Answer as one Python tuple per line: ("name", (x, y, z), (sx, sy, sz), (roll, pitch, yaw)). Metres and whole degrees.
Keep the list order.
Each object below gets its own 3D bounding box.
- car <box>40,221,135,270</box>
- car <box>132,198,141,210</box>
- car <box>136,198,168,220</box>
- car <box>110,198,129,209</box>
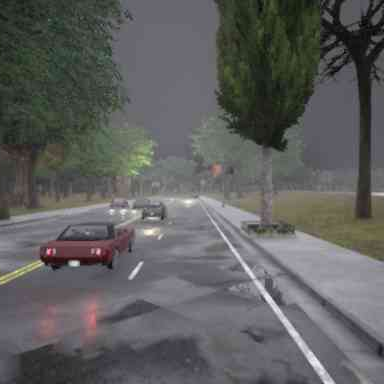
("car", (-3.144, 1.630, 11.120), (1.895, 1.301, 4.718), (0, 0, 0))
("car", (-6.562, 1.523, 43.287), (1.837, 1.490, 4.892), (0, 0, 0))
("car", (-3.134, 1.527, 28.575), (2.128, 1.511, 4.902), (0, 0, 0))
("car", (-9.807, 1.542, 45.133), (1.812, 1.442, 4.674), (0, 0, 0))
